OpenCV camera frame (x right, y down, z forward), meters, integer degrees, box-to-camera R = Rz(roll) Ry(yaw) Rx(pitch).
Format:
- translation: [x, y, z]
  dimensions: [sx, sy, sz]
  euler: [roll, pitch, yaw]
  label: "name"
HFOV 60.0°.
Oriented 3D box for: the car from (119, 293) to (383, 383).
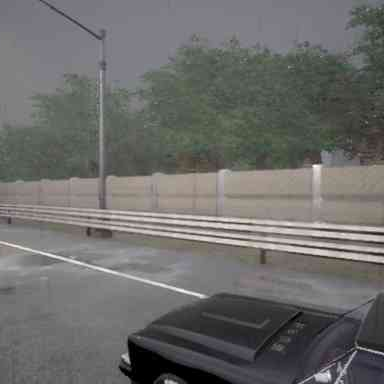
- translation: [1.615, 1.601, 2.716]
  dimensions: [4.718, 1.301, 1.895]
  euler: [0, 0, 36]
  label: "car"
